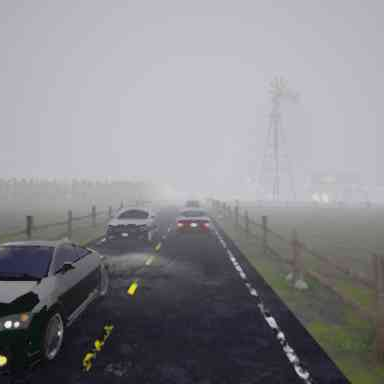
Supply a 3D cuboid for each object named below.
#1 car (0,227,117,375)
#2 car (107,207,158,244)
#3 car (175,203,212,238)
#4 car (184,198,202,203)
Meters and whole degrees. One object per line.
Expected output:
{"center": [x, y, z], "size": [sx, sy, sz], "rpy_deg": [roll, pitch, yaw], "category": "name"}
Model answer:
{"center": [-2.815, 1.564, 5.683], "size": [1.994, 1.385, 4.181], "rpy_deg": [0, 0, 0], "category": "car"}
{"center": [-2.755, 1.480, 16.161], "size": [1.882, 1.535, 5.008], "rpy_deg": [0, 0, 0], "category": "car"}
{"center": [0.082, 1.551, 17.655], "size": [2.033, 1.411, 5.357], "rpy_deg": [0, 0, 0], "category": "car"}
{"center": [0.085, 1.516, 39.735], "size": [1.837, 1.490, 4.892], "rpy_deg": [0, 0, 0], "category": "car"}
